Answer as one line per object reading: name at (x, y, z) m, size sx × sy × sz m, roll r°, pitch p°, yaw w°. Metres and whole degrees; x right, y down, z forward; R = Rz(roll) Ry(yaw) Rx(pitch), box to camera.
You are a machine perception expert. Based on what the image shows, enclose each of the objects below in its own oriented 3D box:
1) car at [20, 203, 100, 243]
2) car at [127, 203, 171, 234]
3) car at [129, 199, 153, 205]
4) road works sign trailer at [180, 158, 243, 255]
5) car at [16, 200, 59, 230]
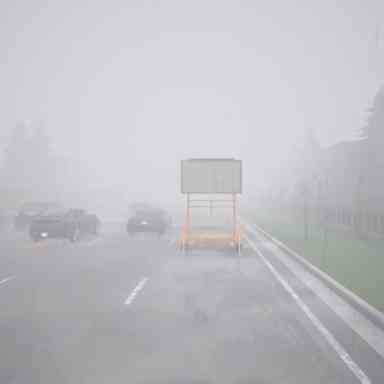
car at (-5.991, 1.505, 16.209) m, size 1.837 × 1.490 × 4.892 m, roll 0°, pitch 0°, yaw 3°
car at (-2.345, 1.563, 19.067) m, size 1.994 × 1.385 × 4.181 m, roll 0°, pitch 0°, yaw 3°
car at (-5.103, 1.477, 34.078) m, size 1.882 × 1.535 × 5.008 m, roll 0°, pitch 0°, yaw 3°
road works sign trailer at (0.772, 0.464, 13.290) m, size 2.380 × 3.560 × 2.880 m, roll 0°, pitch 0°, yaw 3°
car at (-9.241, 1.352, 21.338) m, size 2.097 × 1.767 × 4.553 m, roll 0°, pitch 0°, yaw 3°
